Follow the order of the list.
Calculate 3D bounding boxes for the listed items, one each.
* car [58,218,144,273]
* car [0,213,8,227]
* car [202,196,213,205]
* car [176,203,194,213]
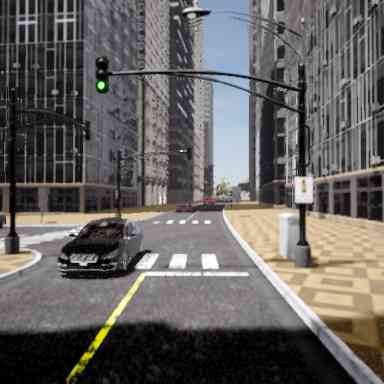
[{"bbox_3d":[-2.825,1.685,11.241,1.837,1.490,4.892,0,-1,1],"label":"car"},{"bbox_3d":[-16.608,2.164,25.910,4.403,1.369,2.008,-1,0,10],"label":"car"},{"bbox_3d":[3.891,2.080,81.391,2.150,2.045,5.566,0,-1,9],"label":"car"},{"bbox_3d":[-0.894,2.101,44.027,1.994,1.385,4.181,0,0,5],"label":"car"}]
